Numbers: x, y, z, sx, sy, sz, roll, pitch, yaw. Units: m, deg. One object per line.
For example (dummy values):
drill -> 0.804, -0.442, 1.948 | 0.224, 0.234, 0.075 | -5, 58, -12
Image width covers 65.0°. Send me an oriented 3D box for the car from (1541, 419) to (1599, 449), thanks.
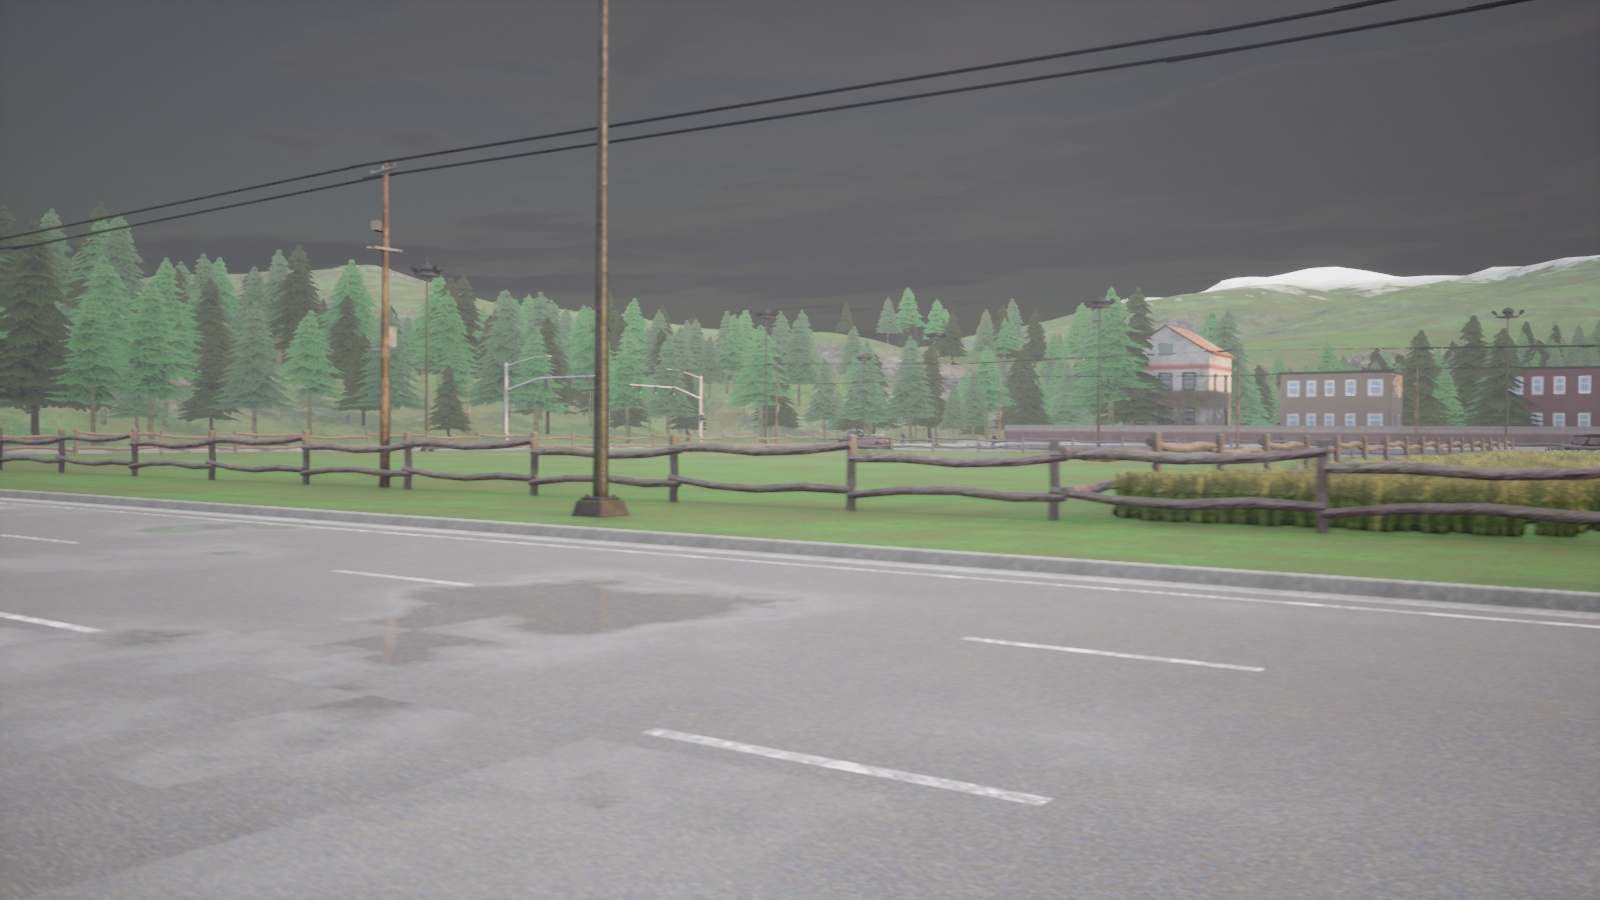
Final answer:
car -> 50.618, -1.045, 81.832 | 3.866, 1.878, 1.905 | 0, 1, 34
